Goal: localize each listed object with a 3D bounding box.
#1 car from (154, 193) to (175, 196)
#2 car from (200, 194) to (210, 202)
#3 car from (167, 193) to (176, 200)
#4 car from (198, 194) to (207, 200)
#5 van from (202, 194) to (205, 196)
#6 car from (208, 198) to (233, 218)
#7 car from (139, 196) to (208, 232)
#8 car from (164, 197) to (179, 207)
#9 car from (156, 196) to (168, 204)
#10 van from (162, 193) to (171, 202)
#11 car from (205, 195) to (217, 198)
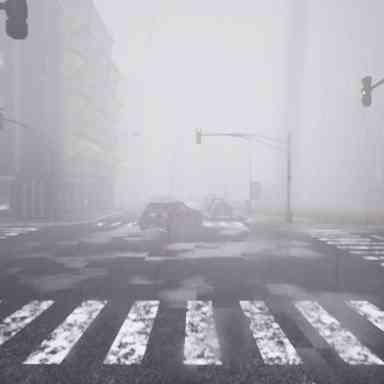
[{"bbox_3d":[-3.080,1.290,40.551,2.097,1.767,4.553,0,0,0],"label":"car"},{"bbox_3d":[2.668,1.311,69.529,1.967,1.590,4.097,-1,0,0],"label":"car"},{"bbox_3d":[-5.682,1.117,92.084,2.192,1.841,5.009,-1,0,0],"label":"car"},{"bbox_3d":[2.702,1.260,86.466,1.967,1.590,4.097,-1,0,0],"label":"car"},{"bbox_3d":[2.655,1.267,46.945,1.690,1.788,3.998,-1,0,0],"label":"van"},{"bbox_3d":[2.654,1.503,30.008,1.887,1.381,4.507,-1,0,0],"label":"car"},{"bbox_3d":[-1.164,1.328,20.081,2.097,1.767,4.553,0,0,29],"label":"car"},{"bbox_3d":[-3.066,1.482,50.517,1.994,1.385,4.181,0,0,0],"label":"car"},{"bbox_3d":[-5.686,1.431,63.852,1.887,1.381,4.507,-1,0,0],"label":"car"},{"bbox_3d":[-5.686,1.196,75.145,1.690,1.788,3.998,-1,0,0],"label":"van"},{"bbox_3d":[2.654,1.388,35.654,1.967,1.590,4.097,-1,0,0],"label":"car"}]
